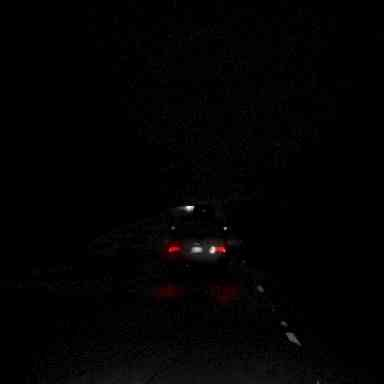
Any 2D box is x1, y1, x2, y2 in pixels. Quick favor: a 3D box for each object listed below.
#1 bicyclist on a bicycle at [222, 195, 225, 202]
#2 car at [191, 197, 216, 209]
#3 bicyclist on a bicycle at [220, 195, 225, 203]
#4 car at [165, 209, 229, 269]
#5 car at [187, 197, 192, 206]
[{"bbox_3d":[7.726,1.530,80.658,0.582,1.620,1.656,0,0,10],"label":"bicyclist on a bicycle"},{"bbox_3d":[1.212,1.462,31.317,1.882,1.535,5.008,0,0,4],"label":"car"},{"bbox_3d":[6.319,1.512,71.811,0.582,1.620,1.656,0,0,9],"label":"bicyclist on a bicycle"},{"bbox_3d":[0.226,1.542,11.130,2.033,1.411,5.357,0,0,2],"label":"car"},{"bbox_3d":[0.279,1.515,55.662,2.128,1.511,4.902,0,0,7],"label":"car"}]
